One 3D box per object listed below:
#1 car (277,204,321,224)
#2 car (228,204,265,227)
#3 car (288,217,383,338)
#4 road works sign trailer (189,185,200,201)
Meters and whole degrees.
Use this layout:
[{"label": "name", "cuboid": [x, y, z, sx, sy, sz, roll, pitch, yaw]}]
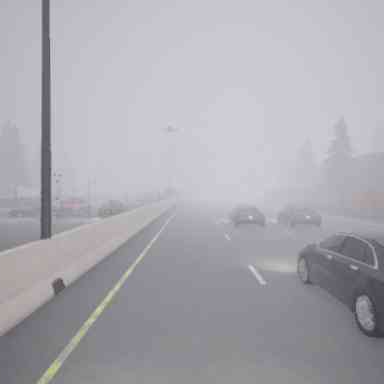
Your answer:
[{"label": "car", "cuboid": [7.081, 1.511, 22.341, 1.994, 1.385, 4.181, 0, 0, 0]}, {"label": "car", "cuboid": [3.580, 1.511, 22.270, 1.994, 1.385, 4.181, 0, 0, 0]}, {"label": "car", "cuboid": [3.589, 1.490, 6.553, 1.837, 1.490, 4.892, 0, 0, 0]}, {"label": "road works sign trailer", "cuboid": [0.641, 0.287, 74.425, 2.380, 3.560, 2.880, 0, 0, 10]}]
